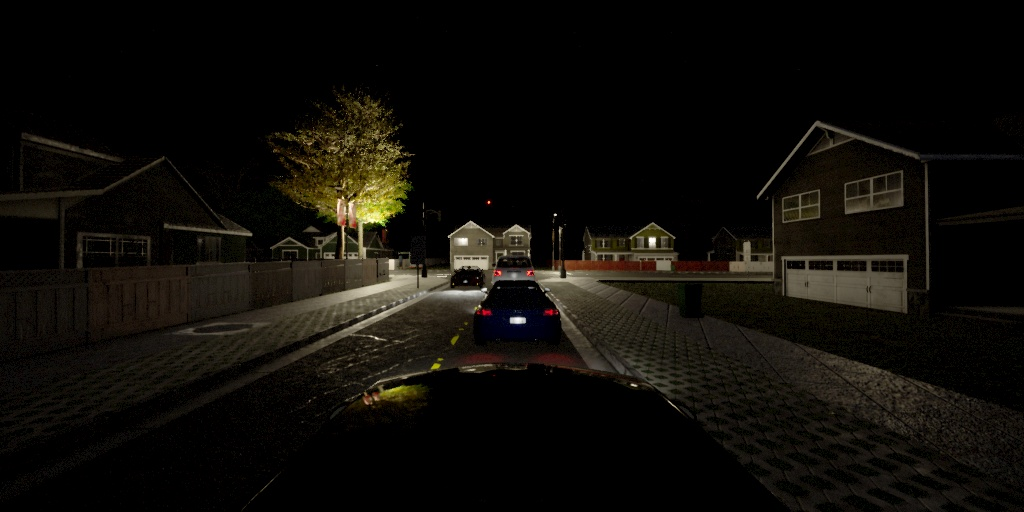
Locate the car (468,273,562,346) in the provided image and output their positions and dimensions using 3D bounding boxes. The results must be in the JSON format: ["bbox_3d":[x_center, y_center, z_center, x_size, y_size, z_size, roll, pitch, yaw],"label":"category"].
[{"bbox_3d":[0.106,1.316,9.489,1.994,1.385,4.181,0,0,0],"label":"car"}]

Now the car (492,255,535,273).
[{"bbox_3d":[0.101,0.976,19.451,2.150,2.045,5.566,0,0,0],"label":"car"}]

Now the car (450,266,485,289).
[{"bbox_3d":[-2.749,1.330,23.148,1.994,1.385,4.181,0,0,0],"label":"car"}]
